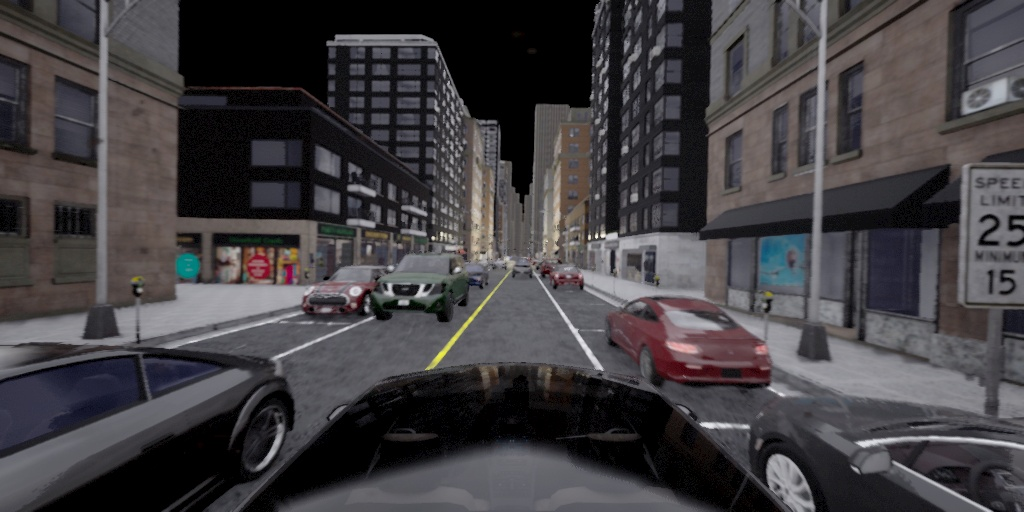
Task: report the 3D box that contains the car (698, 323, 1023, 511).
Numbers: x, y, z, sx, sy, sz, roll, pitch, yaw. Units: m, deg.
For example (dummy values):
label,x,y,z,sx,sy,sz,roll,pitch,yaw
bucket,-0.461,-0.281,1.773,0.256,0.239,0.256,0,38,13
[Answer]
label,x,y,z,sx,sy,sz,roll,pitch,yaw
car,2.776,1.359,1.262,2.007,1.370,4.403,0,0,2

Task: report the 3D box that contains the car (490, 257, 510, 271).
label,x,y,z,sx,sy,sz,roll,pitch,yaw
car,-1.612,1.257,49.346,1.812,1.442,4.674,1,0,2

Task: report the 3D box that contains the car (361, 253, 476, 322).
label,x,y,z,sx,sy,sz,roll,pitch,yaw
car,-2.823,0.904,12.406,2.150,2.045,5.566,1,0,2

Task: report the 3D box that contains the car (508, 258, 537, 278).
label,x,y,z,sx,sy,sz,roll,pitch,yaw
car,0.991,1.240,34.051,2.128,1.511,4.902,1,0,2

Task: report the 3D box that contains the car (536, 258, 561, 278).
label,x,y,z,sx,sy,sz,roll,pitch,yaw
car,3.780,1.121,34.422,2.192,1.841,5.009,0,0,2

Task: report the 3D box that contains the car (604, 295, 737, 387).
label,x,y,z,sx,sy,sz,roll,pitch,yaw
car,2.943,1.389,6.788,1.802,1.307,4.207,0,0,2

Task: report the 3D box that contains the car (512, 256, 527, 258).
label,x,y,z,sx,sy,sz,roll,pitch,yaw
car,1.469,1.101,49.542,2.097,1.767,4.553,1,0,2

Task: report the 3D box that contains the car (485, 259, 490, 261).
label,x,y,z,sx,sy,sz,roll,pitch,yaw
car,-4.238,1.179,51.246,2.007,1.370,4.403,0,0,2

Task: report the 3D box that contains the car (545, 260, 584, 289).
label,x,y,z,sx,sy,sz,roll,pitch,yaw
car,3.445,1.246,23.368,1.967,1.591,4.097,0,0,2

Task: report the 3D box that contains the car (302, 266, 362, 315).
label,x,y,z,sx,sy,sz,roll,pitch,yaw
car,-5.410,1.067,12.549,1.967,1.591,4.097,0,0,2

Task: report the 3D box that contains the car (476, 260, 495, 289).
label,x,y,z,sx,sy,sz,roll,pitch,yaw
car,-2.500,1.228,23.002,2.033,1.411,5.357,1,0,2

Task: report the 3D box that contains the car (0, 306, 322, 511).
label,x,y,z,sx,sy,sz,roll,pitch,yaw
car,-3.153,1.248,1.815,1.994,1.385,4.181,1,0,2
